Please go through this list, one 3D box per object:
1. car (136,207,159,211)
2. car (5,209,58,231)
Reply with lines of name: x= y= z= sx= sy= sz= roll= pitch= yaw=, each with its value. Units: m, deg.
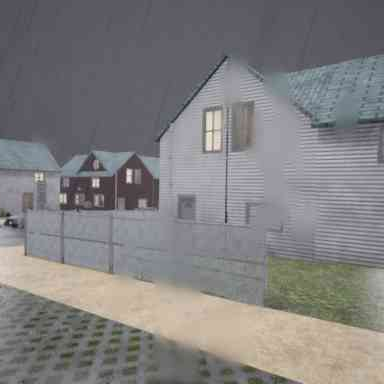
car: x=-4.431 y=2.078 z=30.791 sx=1.895 sy=1.301 sz=4.718 roll=2 pitch=0 yaw=37
car: x=-10.360 y=1.824 z=22.790 sx=1.994 sy=1.385 sz=4.181 roll=2 pitch=0 yaw=37
